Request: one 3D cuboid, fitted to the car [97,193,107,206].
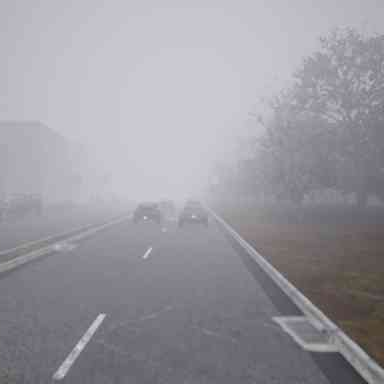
[{"bbox_3d":[-15.172,1.270,51.271,2.185,1.767,4.553,0,0,0],"label":"car"}]

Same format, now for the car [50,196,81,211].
[{"bbox_3d":[-15.173,1.402,38.657,2.231,1.521,4.892,0,0,0],"label":"car"}]

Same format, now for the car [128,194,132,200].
[{"bbox_3d":[-15.270,1.386,73.471,2.231,1.521,4.892,0,0,0],"label":"car"}]

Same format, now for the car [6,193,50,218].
[{"bbox_3d":[-15.075,1.154,29.236,2.435,2.045,5.566,0,0,0],"label":"car"}]

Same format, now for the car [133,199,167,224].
[{"bbox_3d":[-3.151,1.486,24.847,1.837,1.490,4.892,0,0,0],"label":"car"}]

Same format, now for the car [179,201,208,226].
[{"bbox_3d":[0.098,1.549,23.431,1.994,1.385,4.181,0,0,0],"label":"car"}]

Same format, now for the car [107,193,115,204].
[{"bbox_3d":[-15.196,1.390,56.579,1.946,1.575,5.366,0,0,0],"label":"car"}]

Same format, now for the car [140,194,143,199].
[{"bbox_3d":[-15.343,1.252,90.072,2.185,1.767,4.553,0,0,0],"label":"car"}]

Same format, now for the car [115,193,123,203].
[{"bbox_3d":[-15.221,1.139,62.261,2.435,2.045,5.566,0,0,0],"label":"car"}]

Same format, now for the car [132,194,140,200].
[{"bbox_3d":[-15.320,1.377,84.329,1.946,1.575,5.366,0,0,0],"label":"car"}]

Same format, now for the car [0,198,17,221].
[{"bbox_3d":[-15.050,1.409,23.746,2.231,1.521,4.892,0,0,0],"label":"car"}]

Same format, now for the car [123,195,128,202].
[{"bbox_3d":[-15.248,1.389,67.945,2.231,1.521,4.892,0,0,0],"label":"car"}]

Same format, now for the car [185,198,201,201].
[{"bbox_3d":[0.099,1.449,41.548,1.882,1.535,5.008,0,0,0],"label":"car"}]

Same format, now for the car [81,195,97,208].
[{"bbox_3d":[-15.147,1.395,45.529,1.946,1.575,5.366,0,0,0],"label":"car"}]

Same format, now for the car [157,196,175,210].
[{"bbox_3d":[-3.152,1.496,41.667,1.812,1.442,4.674,0,0,0],"label":"car"}]
